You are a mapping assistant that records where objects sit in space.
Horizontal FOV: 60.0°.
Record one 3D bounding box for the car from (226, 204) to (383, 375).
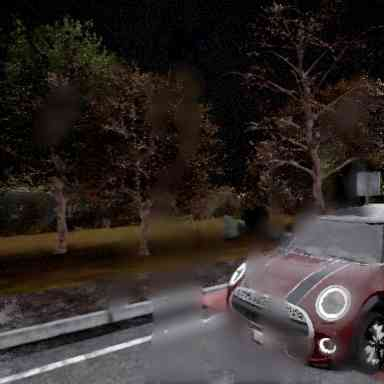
[{"bbox_3d":[2.709,1.119,5.584,4.553,1.767,2.097,-6,4,-35],"label":"car"}]
